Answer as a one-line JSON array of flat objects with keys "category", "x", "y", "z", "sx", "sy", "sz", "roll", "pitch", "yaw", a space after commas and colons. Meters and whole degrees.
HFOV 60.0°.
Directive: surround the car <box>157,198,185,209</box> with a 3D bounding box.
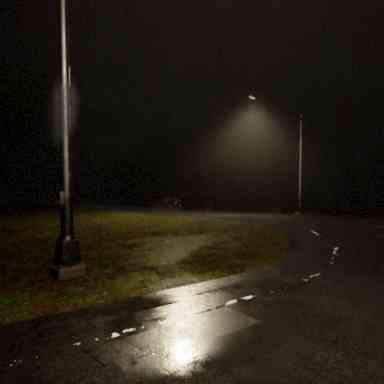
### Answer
[{"category": "car", "x": -2.852, "y": 1.540, "z": 44.197, "sx": 2.128, "sy": 1.511, "sz": 4.902, "roll": 3, "pitch": -2, "yaw": -35}]
